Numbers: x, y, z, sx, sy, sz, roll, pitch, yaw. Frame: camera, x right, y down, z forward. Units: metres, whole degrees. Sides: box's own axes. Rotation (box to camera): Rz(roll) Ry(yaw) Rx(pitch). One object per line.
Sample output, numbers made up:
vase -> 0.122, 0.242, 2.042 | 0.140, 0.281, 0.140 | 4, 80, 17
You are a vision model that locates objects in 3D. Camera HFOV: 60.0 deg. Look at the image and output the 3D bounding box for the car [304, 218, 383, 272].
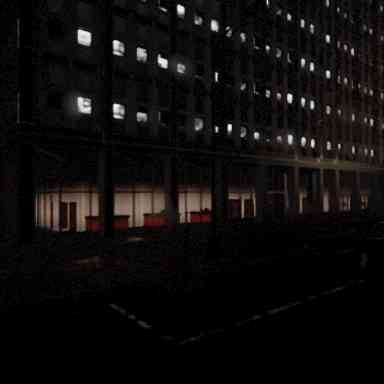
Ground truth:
car -> 5.388, 1.571, 10.789 | 4.403, 1.369, 2.008 | 0, 0, -38
